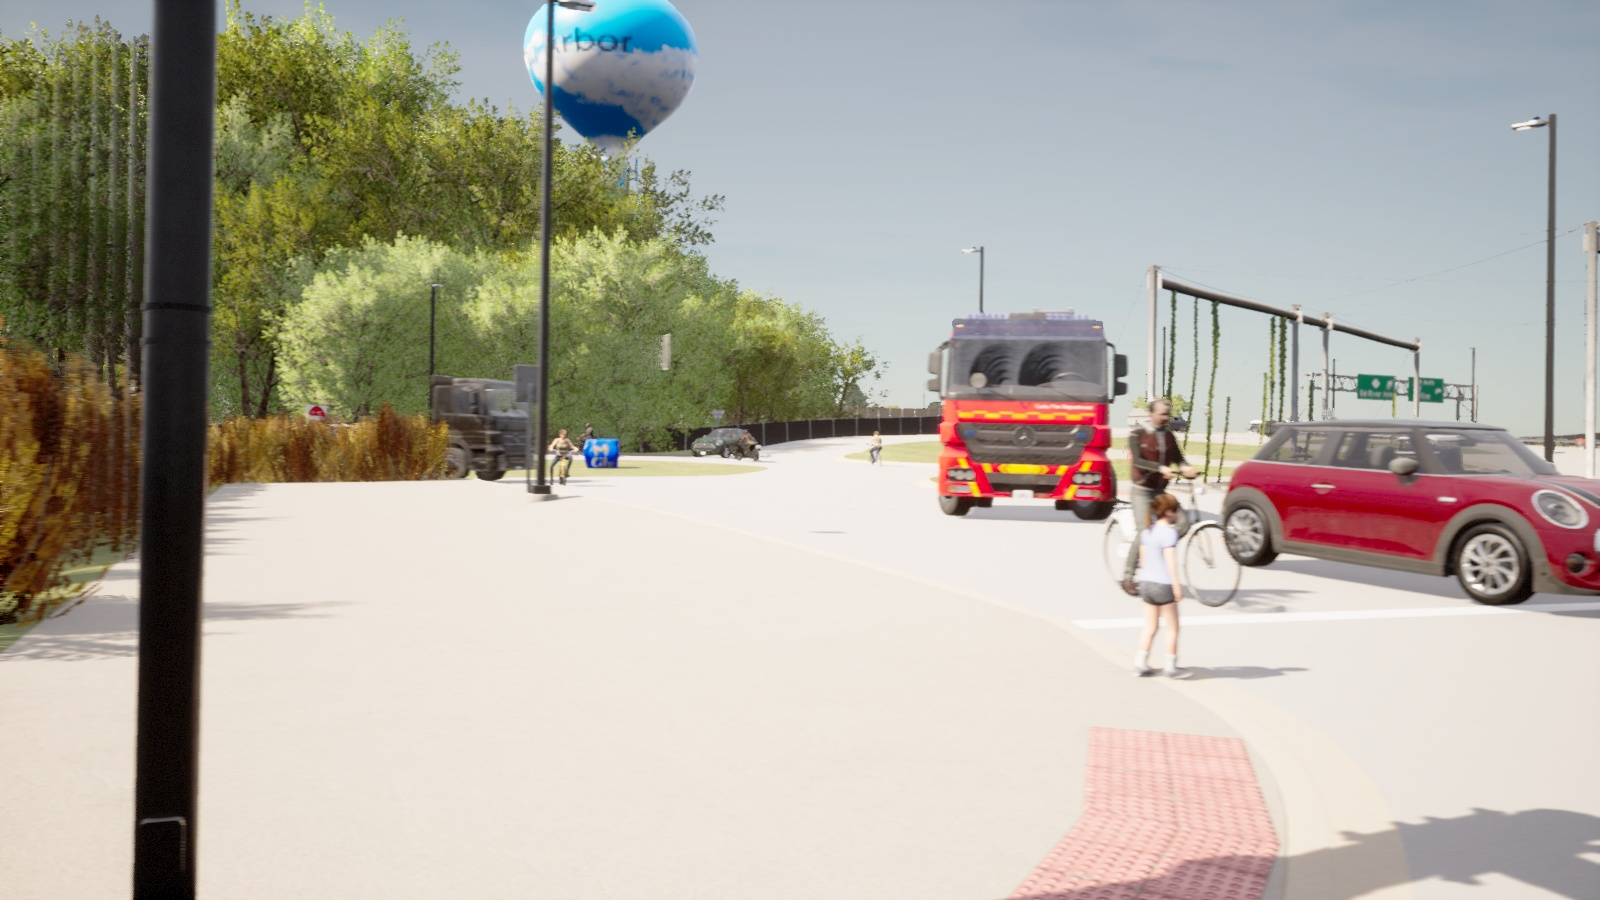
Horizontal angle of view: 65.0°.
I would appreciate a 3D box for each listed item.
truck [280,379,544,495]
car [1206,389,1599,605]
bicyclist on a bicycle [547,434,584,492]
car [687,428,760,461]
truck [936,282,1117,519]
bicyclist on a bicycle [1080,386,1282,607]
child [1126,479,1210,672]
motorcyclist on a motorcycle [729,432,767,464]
[{"bbox_3d":[-12.805,-0.375,41.543,7.936,3.462,2.891,-2,0,15],"label":"truck"},{"bbox_3d":[6.539,0.339,12.774,2.097,1.767,4.553,0,1,-23],"label":"car"},{"bbox_3d":[-6.708,0.357,35.811,0.866,1.612,1.509,0,0,-17],"label":"bicyclist on a bicycle"},{"bbox_3d":[-4.304,-0.347,71.492,2.097,1.767,4.553,0,1,27],"label":"car"},{"bbox_3d":[4.442,-0.758,24.686,2.891,3.827,8.468,0,-1,10],"label":"truck"},{"bbox_3d":[3.294,0.360,11.059,0.659,1.776,1.843,0,1,-23],"label":"bicyclist on a bicycle"},{"bbox_3d":[2.180,0.732,7.449,0.394,1.110,0.255,0,-1,-15],"label":"child"},{"bbox_3d":[-2.575,-0.123,62.019,0.797,1.523,2.044,-1,2,-39],"label":"motorcyclist on a motorcycle"}]
